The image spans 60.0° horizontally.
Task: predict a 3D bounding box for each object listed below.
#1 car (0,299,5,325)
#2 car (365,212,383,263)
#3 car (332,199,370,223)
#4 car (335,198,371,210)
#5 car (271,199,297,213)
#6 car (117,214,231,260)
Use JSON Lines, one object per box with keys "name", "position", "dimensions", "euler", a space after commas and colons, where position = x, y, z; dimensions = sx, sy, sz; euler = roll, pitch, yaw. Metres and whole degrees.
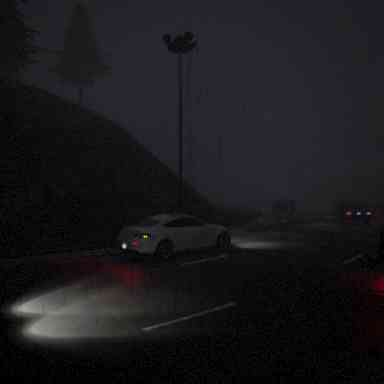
{"name": "car", "position": [-5.464, 1.573, 4.156], "dimensions": [5.357, 1.411, 2.033], "euler": [0, 0, -35]}
{"name": "car", "position": [7.570, 1.470, 10.950], "dimensions": [2.128, 1.511, 4.902], "euler": [0, 0, 40]}
{"name": "car", "position": [11.993, 1.519, 25.067], "dimensions": [2.033, 1.411, 5.357], "euler": [0, 0, 15]}
{"name": "car", "position": [20.514, 1.475, 42.601], "dimensions": [1.812, 1.442, 4.674], "euler": [0, 0, -7]}
{"name": "car", "position": [10.174, 1.478, 37.078], "dimensions": [2.128, 1.511, 4.902], "euler": [0, 0, 0]}
{"name": "car", "position": [-0.525, 1.537, 12.510], "dimensions": [4.674, 1.442, 1.812], "euler": [0, 0, -42]}
